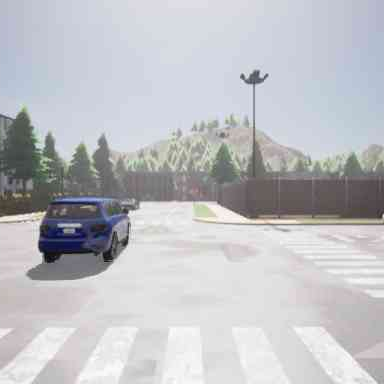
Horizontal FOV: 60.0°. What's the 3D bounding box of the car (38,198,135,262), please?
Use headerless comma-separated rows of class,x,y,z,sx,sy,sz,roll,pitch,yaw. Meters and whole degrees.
car,-3.670,1.217,12.302,2.150,2.045,5.566,0,0,-3

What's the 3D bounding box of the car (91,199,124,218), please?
car,-7.733,1.478,31.046,1.837,1.490,4.892,0,0,0

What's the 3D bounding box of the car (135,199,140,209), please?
car,-7.733,1.517,41.695,2.033,1.411,5.357,0,0,0
